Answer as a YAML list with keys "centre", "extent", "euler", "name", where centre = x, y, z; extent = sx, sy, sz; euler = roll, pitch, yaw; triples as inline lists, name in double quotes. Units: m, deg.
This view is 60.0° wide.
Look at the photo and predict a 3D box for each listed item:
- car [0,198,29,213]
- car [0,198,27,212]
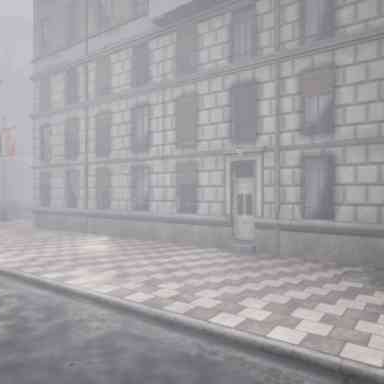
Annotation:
- centre: [-20.072, 1.548, 34.910]
  extent: [2.033, 1.411, 5.357]
  euler: [0, 0, 36]
  name: "car"
- centre: [-21.953, 1.490, 38.249]
  extent: [2.128, 1.511, 4.902]
  euler: [0, 0, 36]
  name: "car"
